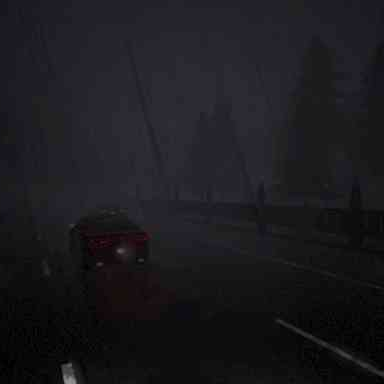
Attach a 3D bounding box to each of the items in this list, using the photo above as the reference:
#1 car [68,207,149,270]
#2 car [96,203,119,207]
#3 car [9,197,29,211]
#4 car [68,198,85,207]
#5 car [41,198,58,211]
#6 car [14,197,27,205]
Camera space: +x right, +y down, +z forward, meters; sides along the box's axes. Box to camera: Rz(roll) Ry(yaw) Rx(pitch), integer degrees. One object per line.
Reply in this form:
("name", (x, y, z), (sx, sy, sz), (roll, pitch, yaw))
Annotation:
("car", (-3.018, 1.502, 11.408), (1.882, 1.535, 5.008), (0, 0, -26))
("car", (-6.921, 1.622, 27.399), (1.994, 1.385, 4.181), (0, 0, -26))
("car", (-22.550, 1.437, 43.472), (2.097, 1.767, 4.553), (0, 0, -24))
("car", (-16.117, 1.574, 46.266), (1.882, 1.535, 5.008), (0, -1, -26))
("car", (-18.660, 1.576, 43.508), (2.128, 1.511, 4.902), (0, -1, -26))
("car", (-31.271, 1.644, 60.605), (1.812, 1.442, 4.674), (0, 0, -30))
